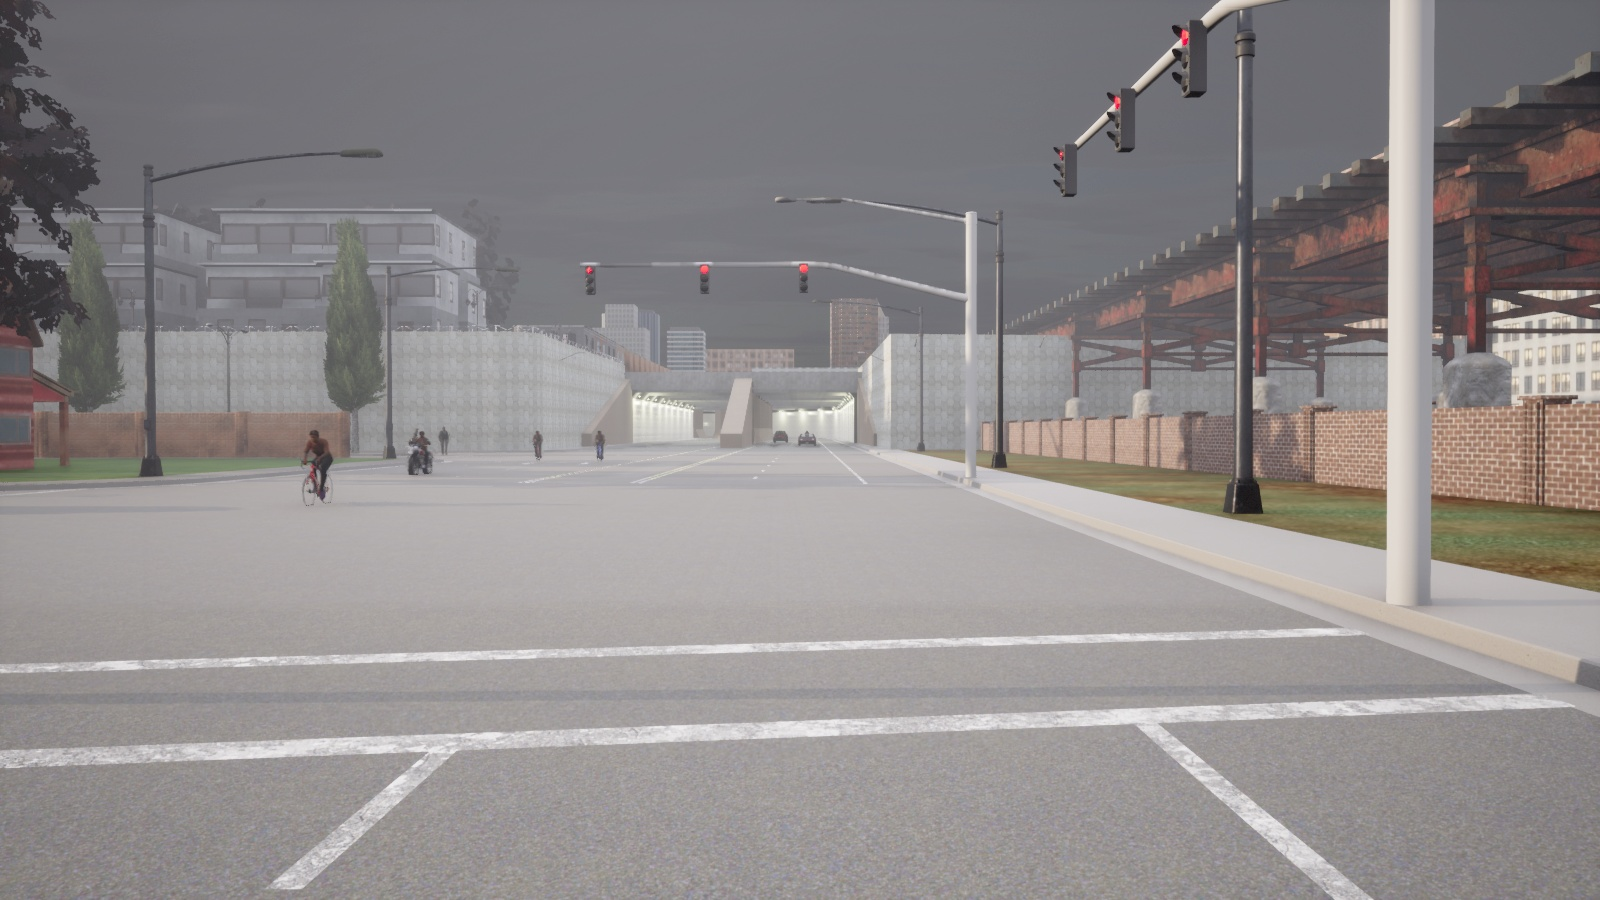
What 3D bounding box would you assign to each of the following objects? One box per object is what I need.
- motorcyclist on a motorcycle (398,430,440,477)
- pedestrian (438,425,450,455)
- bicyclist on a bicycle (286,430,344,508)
[{"bbox_3d":[-13.733,0.092,45.346,0.766,1.649,2.350,0,1,0],"label":"motorcyclist on a motorcycle"},{"bbox_3d":[-21.987,-0.618,77.604,0.563,1.883,0.849,0,1,-27],"label":"pedestrian"},{"bbox_3d":[-10.336,0.379,26.826,0.582,1.620,1.656,0,1,0],"label":"bicyclist on a bicycle"}]
